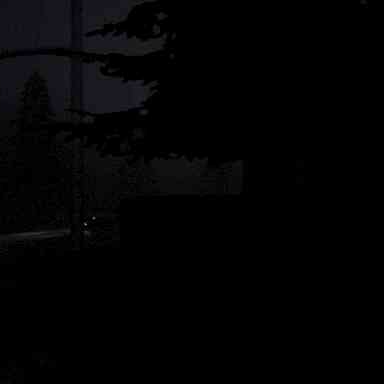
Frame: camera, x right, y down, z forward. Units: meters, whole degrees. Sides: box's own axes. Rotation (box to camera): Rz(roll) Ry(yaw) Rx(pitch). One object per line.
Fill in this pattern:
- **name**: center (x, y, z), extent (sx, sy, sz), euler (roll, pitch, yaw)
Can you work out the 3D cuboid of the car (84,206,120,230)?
- **car**: center (-4.994, 1.586, 21.389), extent (1.895, 1.301, 4.718), euler (0, 0, 36)
